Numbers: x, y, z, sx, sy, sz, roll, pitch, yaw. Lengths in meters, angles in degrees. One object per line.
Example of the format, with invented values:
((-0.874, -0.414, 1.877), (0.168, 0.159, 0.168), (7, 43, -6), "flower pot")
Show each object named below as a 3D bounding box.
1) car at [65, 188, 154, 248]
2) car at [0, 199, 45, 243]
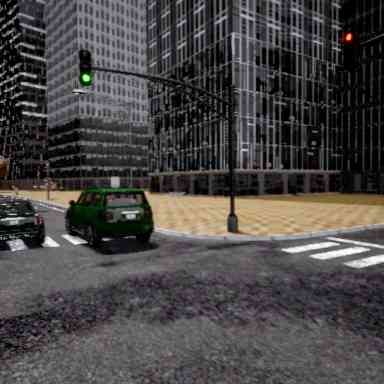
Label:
((-3.500, 0.876, 13.421), (2.150, 2.045, 5.566), (-2, 2, -33), "car")
((-7.424, 1.059, 13.535), (2.097, 1.767, 4.553), (-2, 2, -33), "car")
